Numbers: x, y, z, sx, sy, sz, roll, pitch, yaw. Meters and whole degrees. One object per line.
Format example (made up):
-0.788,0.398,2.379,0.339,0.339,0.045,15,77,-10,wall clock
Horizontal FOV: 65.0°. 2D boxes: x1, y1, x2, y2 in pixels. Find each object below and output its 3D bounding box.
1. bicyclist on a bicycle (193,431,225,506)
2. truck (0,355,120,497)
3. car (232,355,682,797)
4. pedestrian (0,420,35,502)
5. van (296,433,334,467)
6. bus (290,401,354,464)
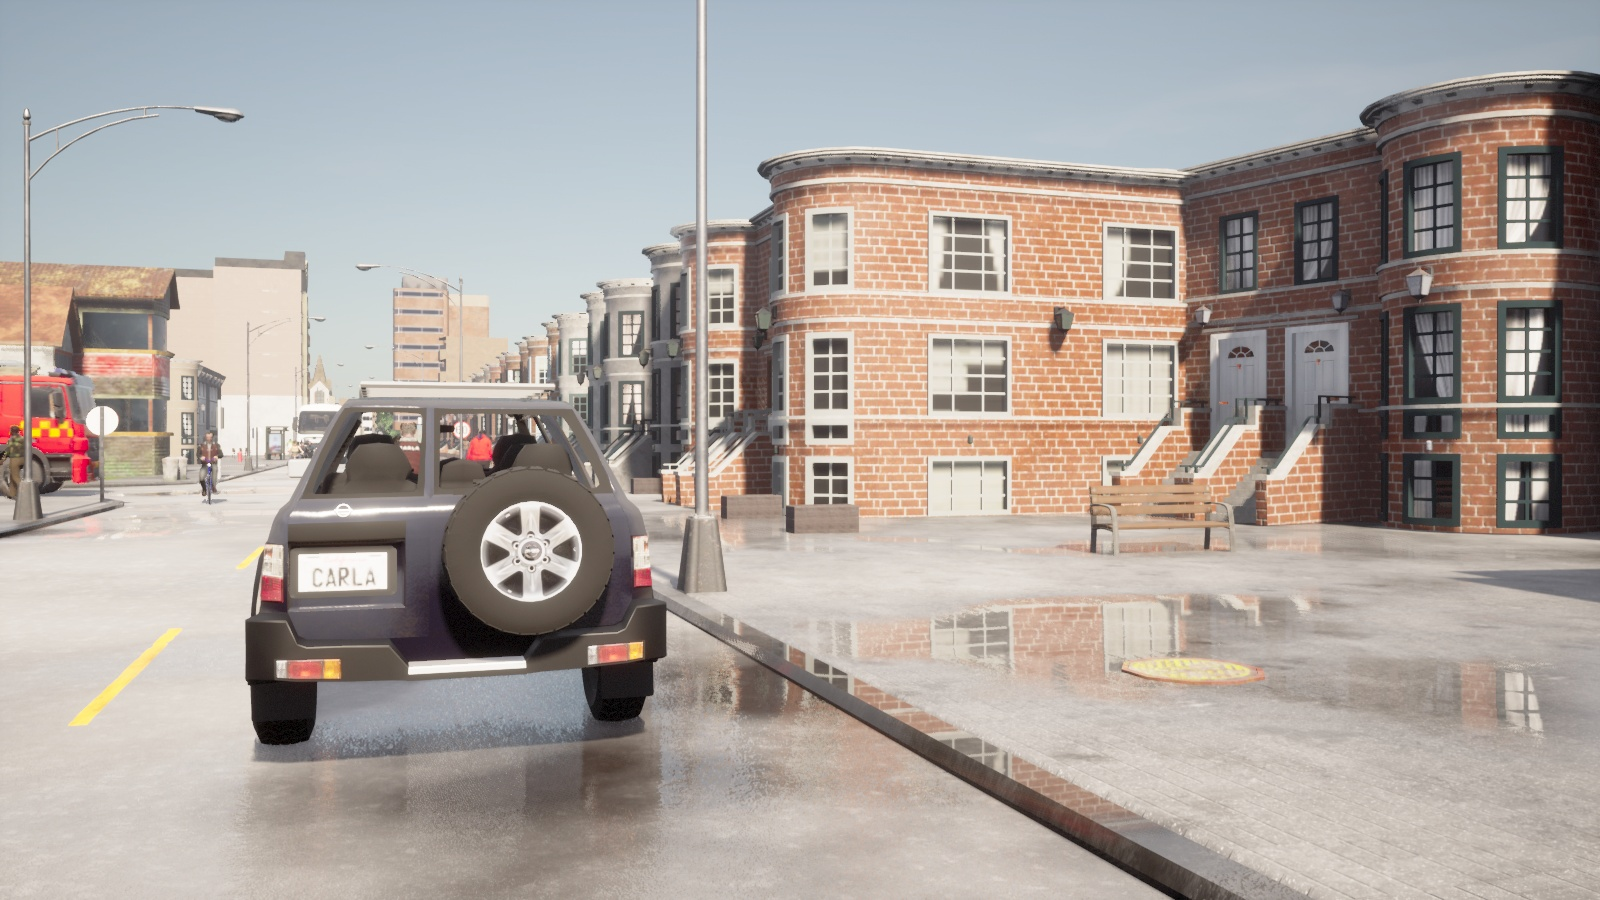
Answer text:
-14.345,0.423,30.501,0.659,1.776,1.843,0,0,-24,bicyclist on a bicycle
-23.801,-0.649,34.641,8.468,3.827,2.891,0,0,-19,truck
-2.210,0.515,7.759,1.932,1.855,4.605,0,0,-19,car
-18.788,0.257,30.121,0.692,1.930,0.395,0,0,15,pedestrian
-30.448,-0.019,78.948,2.069,2.038,4.480,0,0,-19,van
-34.490,-1.192,90.960,3.944,4.253,10.273,0,0,-19,bus
